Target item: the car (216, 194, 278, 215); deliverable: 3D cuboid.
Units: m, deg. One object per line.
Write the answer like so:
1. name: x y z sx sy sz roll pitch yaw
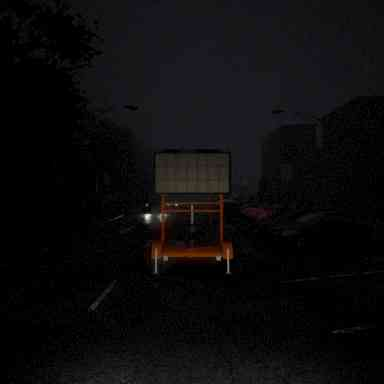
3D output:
1. car: 5.367 1.252 28.796 5.566 2.045 2.435 1 0 -20

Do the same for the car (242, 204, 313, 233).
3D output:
1. car: 5.301 1.518 16.800 4.792 1.488 2.163 1 0 -20

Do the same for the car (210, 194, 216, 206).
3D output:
1. car: 5.397 1.271 37.813 5.566 2.045 2.435 1 0 -20

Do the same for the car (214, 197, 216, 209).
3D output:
1. car: 5.217 1.503 31.754 5.366 1.575 1.946 1 0 -20

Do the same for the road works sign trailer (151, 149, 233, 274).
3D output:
1. road works sign trailer: 0.007 0.465 10.537 2.380 3.560 2.880 0 0 0

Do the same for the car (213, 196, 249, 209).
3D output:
1. car: 5.430 1.424 46.828 4.553 1.767 2.185 1 0 -20

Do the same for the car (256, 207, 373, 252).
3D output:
1. car: 5.322 1.528 13.808 4.674 1.452 2.002 1 0 -20

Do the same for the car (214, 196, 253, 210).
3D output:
1. car: 5.417 1.414 43.827 4.553 1.767 2.185 1 0 -20

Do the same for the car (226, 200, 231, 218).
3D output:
1. car: 5.360 1.539 25.818 4.674 1.452 2.002 1 0 -20

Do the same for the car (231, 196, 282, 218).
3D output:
1. car: 5.384 1.370 22.821 4.553 1.767 2.185 1 0 -20

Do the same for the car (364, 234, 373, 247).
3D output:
1. car: 5.313 1.487 4.808 4.892 1.521 2.231 1 0 -20

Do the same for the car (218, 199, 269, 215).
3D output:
1. car: 5.377 1.545 34.811 4.792 1.488 2.163 1 0 -20

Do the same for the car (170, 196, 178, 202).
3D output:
1. car: -3.891 1.619 66.904 1.882 1.535 5.008 0 0 0

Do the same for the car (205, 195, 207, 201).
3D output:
1. car: 5.536 1.392 70.886 5.566 2.045 2.435 1 0 -20

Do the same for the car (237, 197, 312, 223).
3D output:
1. car: 5.372 1.366 19.820 4.553 1.767 2.185 1 0 -20

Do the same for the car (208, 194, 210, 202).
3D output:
1. car: 5.518 1.447 52.845 4.553 1.767 2.185 1 0 -20

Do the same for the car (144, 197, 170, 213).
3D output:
1. car: -3.992 1.387 36.949 2.097 1.767 4.553 0 0 0

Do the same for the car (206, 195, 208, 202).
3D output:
1. car: 5.486 1.584 55.848 5.008 1.535 2.097 1 -1 -20

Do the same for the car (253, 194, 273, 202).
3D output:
1. car: 18.531 1.464 86.853 2.435 2.045 5.566 0 0 -21
